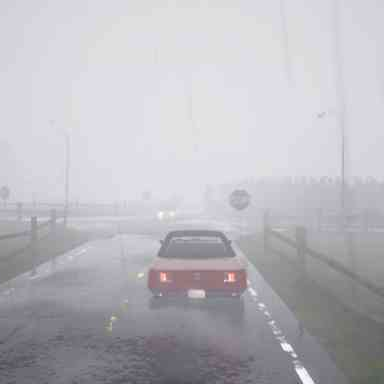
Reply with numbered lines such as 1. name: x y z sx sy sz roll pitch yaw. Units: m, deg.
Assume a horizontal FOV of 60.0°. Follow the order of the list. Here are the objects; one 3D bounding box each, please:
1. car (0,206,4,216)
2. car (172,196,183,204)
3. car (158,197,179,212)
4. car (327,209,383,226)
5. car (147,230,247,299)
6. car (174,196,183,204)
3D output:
1. car: -15.762 1.116 23.045 5.008 1.535 1.882 1 -1 0
2. car: -2.840 1.502 65.187 1.882 1.535 5.008 0 0 1
3. car: -2.888 1.567 39.326 1.994 1.385 4.181 0 0 -1
4. car: 12.951 1.945 25.819 4.718 1.301 1.895 1 -1 2
5. car: 0.094 1.599 8.376 1.895 1.301 4.718 0 0 0
6. car: -2.883 1.558 49.973 2.033 1.411 5.357 0 0 0
